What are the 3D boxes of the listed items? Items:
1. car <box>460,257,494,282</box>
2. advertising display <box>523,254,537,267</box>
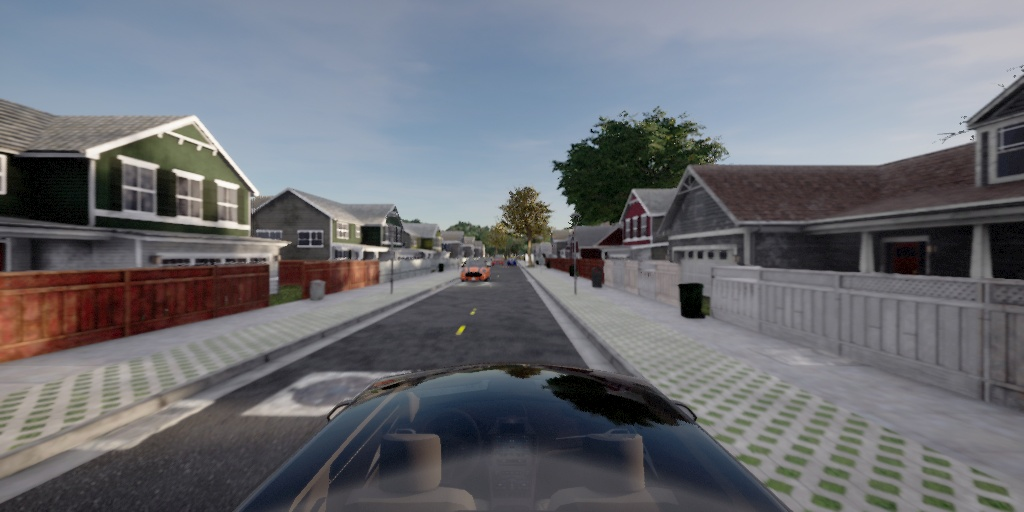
[{"bbox_3d":[-2.849,1.107,28.754,2.097,1.767,4.553,0,0,0],"label":"car"},{"bbox_3d":[3.007,0.813,61.017,1.540,2.440,0.280,0,0,0],"label":"advertising display"}]
